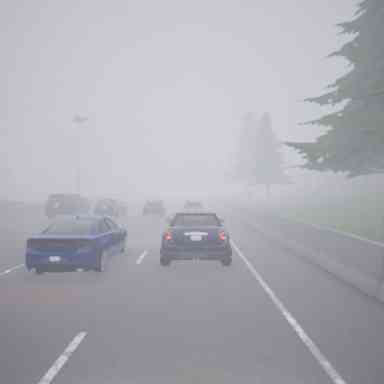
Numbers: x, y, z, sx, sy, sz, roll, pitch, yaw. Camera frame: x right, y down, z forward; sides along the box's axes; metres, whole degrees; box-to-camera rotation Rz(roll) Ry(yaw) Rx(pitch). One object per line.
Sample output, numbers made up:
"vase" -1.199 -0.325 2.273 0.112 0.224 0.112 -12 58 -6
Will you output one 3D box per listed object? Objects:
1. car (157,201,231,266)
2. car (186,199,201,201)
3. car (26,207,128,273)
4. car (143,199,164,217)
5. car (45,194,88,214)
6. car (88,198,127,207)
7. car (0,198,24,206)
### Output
"car" 0.118 1.363 11.801 2.097 1.767 4.553 0 0 0
"car" 0.144 1.391 30.680 2.128 1.511 4.902 0 1 0
"car" -3.385 1.488 10.687 1.882 1.535 5.008 0 0 0
"car" -3.357 1.389 30.567 2.128 1.511 4.902 0 1 0
"car" -10.360 1.138 28.099 2.150 2.045 5.566 0 1 0
"car" -6.860 1.268 28.266 2.097 1.767 4.553 0 0 0
"car" -21.034 1.398 37.603 1.895 1.301 4.718 0 1 0
